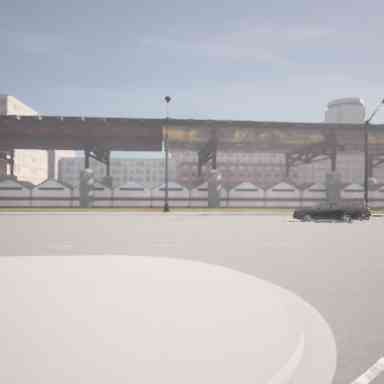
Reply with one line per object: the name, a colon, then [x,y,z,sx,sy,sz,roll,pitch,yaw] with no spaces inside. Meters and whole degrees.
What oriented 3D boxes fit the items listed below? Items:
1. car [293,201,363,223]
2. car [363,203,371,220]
car: [10.921,1.683,27.443,5.008,1.535,1.882,0,-2,5]
car: [13.701,1.587,30.394,4.553,1.767,2.097,0,0,8]
